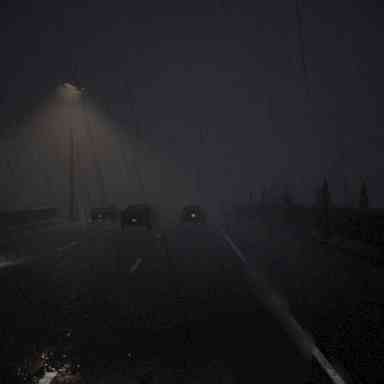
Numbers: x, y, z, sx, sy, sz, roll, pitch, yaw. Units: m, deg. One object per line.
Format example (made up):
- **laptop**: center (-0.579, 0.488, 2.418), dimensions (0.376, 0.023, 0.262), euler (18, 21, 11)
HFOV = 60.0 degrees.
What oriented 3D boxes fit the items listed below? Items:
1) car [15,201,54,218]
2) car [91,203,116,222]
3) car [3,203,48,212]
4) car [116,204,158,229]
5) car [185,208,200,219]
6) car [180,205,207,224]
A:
- **car**: center (-17.586, 2.044, 37.364), dimensions (2.097, 1.767, 4.553), euler (0, -4, 0)
- **car**: center (-6.899, 1.679, 27.505), dimensions (2.128, 1.511, 4.902), euler (0, -2, 0)
- **car**: center (-14.096, 1.819, 28.390), dimensions (1.895, 1.301, 4.718), euler (0, -2, 0)
- **car**: center (-3.399, 1.547, 22.082), dimensions (1.882, 1.535, 5.008), euler (0, -1, 0)
- **car**: center (0.102, 2.815, 43.737), dimensions (1.895, 1.301, 4.718), euler (0, -5, 0)
- **car**: center (0.101, 1.698, 25.652), dimensions (1.994, 1.385, 4.181), euler (0, -1, 0)
